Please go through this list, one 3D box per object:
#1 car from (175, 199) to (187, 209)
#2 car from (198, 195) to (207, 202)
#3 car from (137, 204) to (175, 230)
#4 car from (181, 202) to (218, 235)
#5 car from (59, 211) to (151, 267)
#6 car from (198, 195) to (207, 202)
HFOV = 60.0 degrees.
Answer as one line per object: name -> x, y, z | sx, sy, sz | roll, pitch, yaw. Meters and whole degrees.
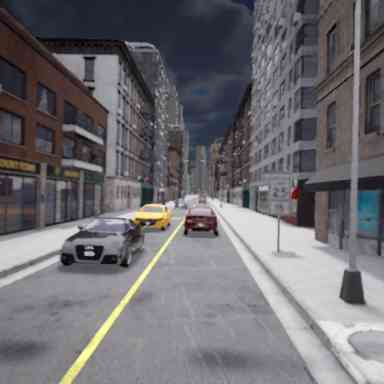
car -> -1.508, 1.787, 48.887 | 2.128, 1.511, 4.902 | 1, 0, 2
car -> 2.517, 2.099, 80.561 | 2.033, 1.411, 5.357 | 1, 0, 2
car -> -2.470, 1.546, 21.783 | 1.882, 1.535, 5.008 | 1, 0, 2
car -> 0.562, 1.616, 20.120 | 1.882, 1.535, 5.008 | 1, 0, 2
car -> -2.825, 1.560, 11.327 | 1.994, 1.385, 4.181 | 1, 0, 2
car -> 2.866, 1.744, 91.004 | 2.150, 2.045, 5.566 | 1, 0, 2
